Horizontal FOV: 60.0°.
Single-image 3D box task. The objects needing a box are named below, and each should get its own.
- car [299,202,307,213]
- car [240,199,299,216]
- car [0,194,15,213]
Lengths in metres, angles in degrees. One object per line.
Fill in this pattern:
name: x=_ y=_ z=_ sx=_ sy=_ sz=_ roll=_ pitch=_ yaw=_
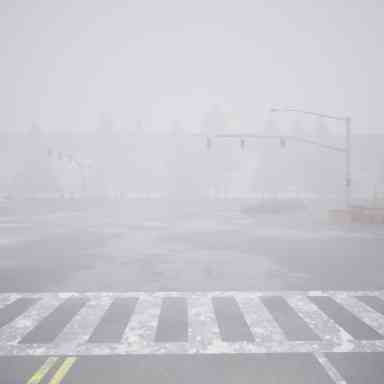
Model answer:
car: x=9.569 y=1.477 z=35.361 sx=5.008 sy=1.535 sz=1.882 roll=0 pitch=0 yaw=-2
car: x=7.135 y=1.477 z=31.785 sx=5.008 sy=1.535 sz=1.882 roll=0 pitch=0 yaw=-2
car: x=-21.344 y=1.219 z=34.419 sx=5.566 sy=2.045 sz=2.150 roll=0 pitch=0 yaw=-2
